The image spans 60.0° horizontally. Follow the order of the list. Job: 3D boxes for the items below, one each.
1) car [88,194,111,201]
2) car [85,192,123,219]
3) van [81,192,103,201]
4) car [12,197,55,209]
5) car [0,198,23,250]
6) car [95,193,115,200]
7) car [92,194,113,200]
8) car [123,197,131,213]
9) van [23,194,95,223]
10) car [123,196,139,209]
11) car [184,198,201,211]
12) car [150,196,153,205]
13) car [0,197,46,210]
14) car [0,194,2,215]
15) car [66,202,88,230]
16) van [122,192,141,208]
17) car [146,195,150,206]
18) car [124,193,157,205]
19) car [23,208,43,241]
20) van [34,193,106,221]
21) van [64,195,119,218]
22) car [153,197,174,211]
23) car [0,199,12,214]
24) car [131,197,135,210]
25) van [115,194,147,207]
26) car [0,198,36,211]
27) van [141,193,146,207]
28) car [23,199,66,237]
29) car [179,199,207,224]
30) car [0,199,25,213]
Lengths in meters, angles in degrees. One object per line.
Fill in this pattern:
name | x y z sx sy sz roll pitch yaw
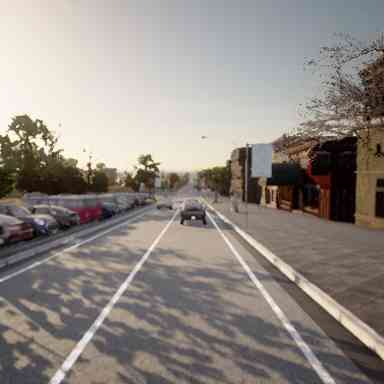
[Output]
car | -22.111 1.278 79.631 5.008 1.535 2.097 0 0 0
car | -8.922 1.271 27.474 5.566 2.045 2.435 0 0 0
van | -22.223 1.086 74.077 4.442 1.987 1.878 0 0 0
car | -22.055 1.483 46.325 4.892 1.521 2.231 0 0 0
car | -8.894 1.242 10.653 5.566 2.045 2.435 0 0 0
car | -22.156 1.120 85.181 4.553 1.767 2.185 0 0 0
car | -22.118 1.302 82.407 4.674 1.452 2.002 0 0 0
car | -8.966 1.526 33.082 4.892 1.521 2.231 0 0 0
van | -9.058 1.287 21.866 4.442 1.987 1.878 0 0 0
car | -8.998 1.547 38.693 4.792 1.488 2.163 0 0 0
car | 0.089 1.540 41.584 2.033 1.411 5.357 0 0 0
car | -8.995 1.482 52.711 4.674 1.452 2.002 0 0 0
car | -22.051 1.496 43.547 5.008 1.535 2.097 0 0 0
car | -22.010 1.274 32.440 5.566 2.045 2.435 0 0 0
car | -8.930 1.509 19.062 4.892 1.521 2.231 0 0 0
van | -9.090 1.279 41.495 4.442 1.987 1.878 0 0 0
car | -8.977 1.476 47.105 5.008 1.535 2.097 0 0 0
car | -8.973 1.156 58.316 5.566 2.045 2.435 0 0 0
car | -8.925 1.538 13.456 4.674 1.452 2.002 0 0 0
van | -9.063 1.291 24.669 4.442 1.987 1.878 0 0 0
van | -9.072 1.301 30.274 4.442 1.987 1.878 0 0 0
car | -3.346 1.518 41.466 1.812 1.442 4.674 0 0 0
car | -22.072 1.553 35.215 4.792 1.488 2.163 0 0 0
car | -8.962 1.563 35.885 4.674 1.452 2.002 0 0 0
van | -9.104 1.234 49.906 4.442 1.987 1.878 0 0 0
car | -22.237 1.505 40.770 5.366 1.575 1.946 0 0 0
van | -8.862 1.267 44.296 4.442 1.987 1.878 0 0 0
car | -8.963 1.377 16.259 4.553 1.767 2.185 0 0 0
car | 0.093 1.527 25.195 1.837 1.490 4.892 0 0 0
car | -22.018 1.550 37.998 4.792 1.488 2.163 0 0 0
